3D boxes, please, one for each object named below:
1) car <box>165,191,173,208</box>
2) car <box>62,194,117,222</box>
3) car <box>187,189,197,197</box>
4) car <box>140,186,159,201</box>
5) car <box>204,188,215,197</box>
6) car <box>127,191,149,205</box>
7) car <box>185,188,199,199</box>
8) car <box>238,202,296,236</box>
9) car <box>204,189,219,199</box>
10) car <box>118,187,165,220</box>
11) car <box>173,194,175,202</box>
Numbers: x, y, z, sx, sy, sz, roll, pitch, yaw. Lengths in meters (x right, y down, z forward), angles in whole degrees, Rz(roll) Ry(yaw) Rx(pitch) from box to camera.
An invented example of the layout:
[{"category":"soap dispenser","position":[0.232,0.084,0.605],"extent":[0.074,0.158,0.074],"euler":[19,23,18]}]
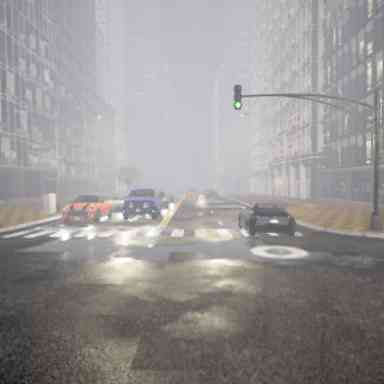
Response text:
[{"category":"car","position":[-3.316,0.656,33.117],"extent":[2.097,1.767,4.553],"euler":[0,1,0]},{"category":"car","position":[-6.627,0.913,21.520],"extent":[2.097,1.767,4.553],"euler":[0,1,1]},{"category":"car","position":[0.004,0.175,64.460],"extent":[1.812,1.442,4.674],"euler":[0,1,0]},{"category":"car","position":[-6.501,0.192,51.326],"extent":[2.150,2.045,5.566],"euler":[-1,1,0]},{"category":"car","position":[3.254,0.124,63.208],"extent":[1.882,1.535,5.008],"euler":[0,1,0]},{"category":"car","position":[-6.500,0.658,40.762],"extent":[1.882,1.535,5.008],"euler":[0,1,0]},{"category":"car","position":[0.001,0.196,54.779],"extent":[2.097,1.767,4.553],"euler":[-1,1,0]},{"category":"car","position":[3.351,1.146,15.539],"extent":[1.994,1.385,4.181],"euler":[0,1,0]},{"category":"car","position":[3.253,0.373,53.210],"extent":[1.812,1.442,4.674],"euler":[-1,1,0]},{"category":"car","position":[-3.368,0.719,23.305],"extent":[2.150,2.045,5.566],"euler":[-1,1,-1]},{"category":"car","position":[-3.249,0.705,43.173],"extent":[1.895,1.301,4.718],"euler":[-1,1,0]}]
